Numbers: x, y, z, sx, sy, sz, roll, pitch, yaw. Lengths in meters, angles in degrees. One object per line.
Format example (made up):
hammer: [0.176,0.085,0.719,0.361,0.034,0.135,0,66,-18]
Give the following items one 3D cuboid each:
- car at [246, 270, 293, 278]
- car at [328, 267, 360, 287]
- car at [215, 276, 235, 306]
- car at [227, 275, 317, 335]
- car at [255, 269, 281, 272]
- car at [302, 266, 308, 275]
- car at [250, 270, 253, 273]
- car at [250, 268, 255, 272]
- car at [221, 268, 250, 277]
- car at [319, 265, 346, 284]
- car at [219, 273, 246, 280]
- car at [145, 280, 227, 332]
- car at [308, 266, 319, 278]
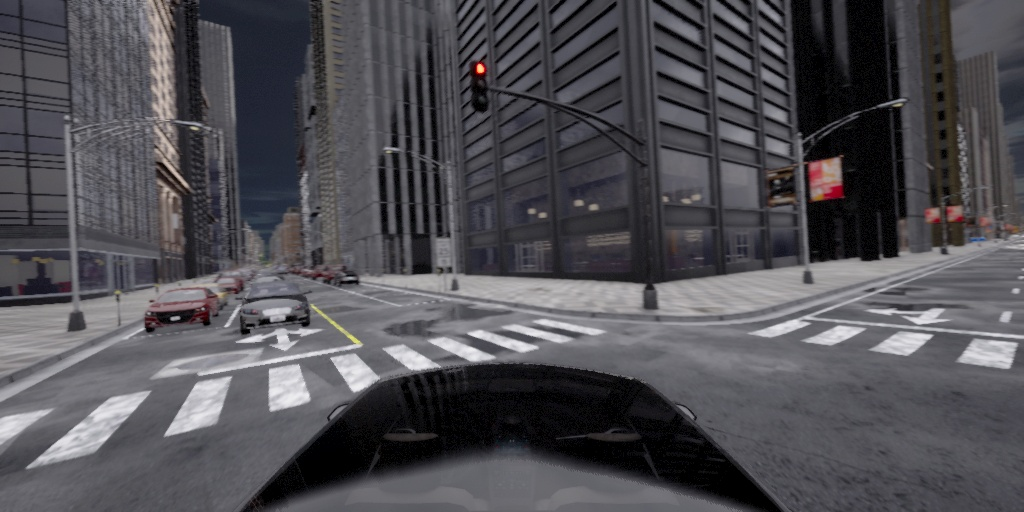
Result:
car: [-14.594,1.906,21.662,1.882,1.535,5.008,-3,1,-34]
car: [-15.002,1.985,32.467,1.948,1.339,4.313,0,0,-35]
car: [-15.519,2.013,18.227,1.751,1.417,4.829,0,0,-35]
car: [-8.256,1.626,12.501,2.128,1.511,4.902,-3,0,-35]
car: [-26.561,2.512,39.153,2.033,1.411,5.357,-3,0,-34]
car: [-30.980,2.700,55.602,1.802,1.307,4.207,0,0,-35]
car: [-31.594,2.752,41.502,2.007,1.370,4.403,0,0,-35]
car: [-37.986,2.916,50.756,1.967,1.591,4.097,0,0,-35]
car: [-25.202,2.236,32.248,2.192,1.841,5.009,0,0,-35]
car: [-18.197,1.877,37.094,2.192,1.841,5.009,0,0,-35]
car: [-22.007,2.323,27.620,1.888,1.381,4.507,0,0,-35]
car: [-12.420,1.884,13.739,1.888,1.381,4.507,0,0,-35]
car: [-24.589,2.158,46.348,2.192,1.841,5.009,0,0,-35]
